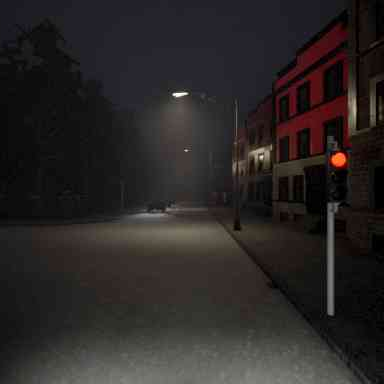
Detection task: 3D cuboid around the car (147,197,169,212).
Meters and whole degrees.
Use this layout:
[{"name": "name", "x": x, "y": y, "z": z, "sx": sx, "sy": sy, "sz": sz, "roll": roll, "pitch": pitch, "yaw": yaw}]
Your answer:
[{"name": "car", "x": -4.056, "y": 1.601, "z": 38.731, "sx": 1.895, "sy": 1.301, "sz": 4.718, "roll": 0, "pitch": 0, "yaw": 0}]

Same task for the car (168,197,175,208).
[{"name": "car", "x": -4.039, "y": 1.491, "z": 49.152, "sx": 2.128, "sy": 1.511, "sz": 4.902, "roll": 0, "pitch": 0, "yaw": 0}]
